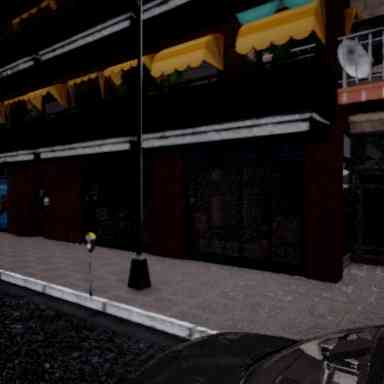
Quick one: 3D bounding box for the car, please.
[{"bbox_3d":[1.404,1.551,1.873,4.403,1.369,2.008,0,0,35],"label":"car"}]
